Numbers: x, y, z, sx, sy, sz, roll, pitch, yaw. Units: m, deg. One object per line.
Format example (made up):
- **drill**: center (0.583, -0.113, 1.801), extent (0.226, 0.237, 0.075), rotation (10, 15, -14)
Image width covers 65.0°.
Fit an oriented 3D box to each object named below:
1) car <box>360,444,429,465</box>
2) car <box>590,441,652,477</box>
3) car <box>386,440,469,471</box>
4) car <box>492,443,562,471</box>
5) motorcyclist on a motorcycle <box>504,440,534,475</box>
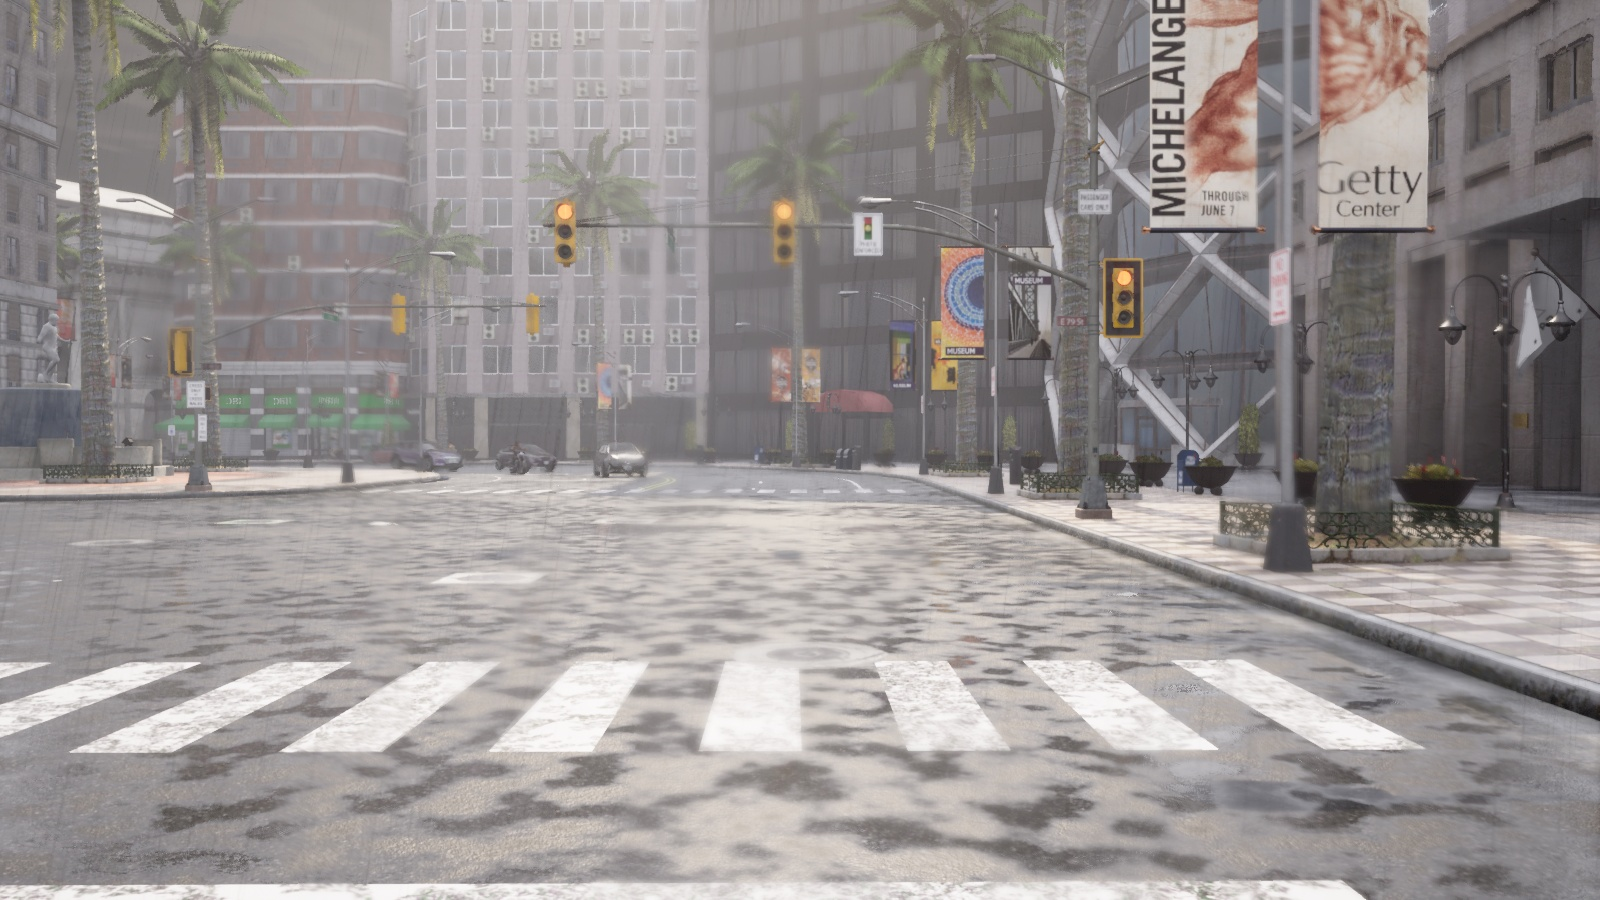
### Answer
- **car**: center (-27.633, 0.305, 85.574), extent (4.181, 1.385, 1.994), rotation (0, 0, 23)
- **car**: center (-7.941, 0.374, 55.355), extent (2.007, 1.525, 4.514), rotation (0, 0, -17)
- **car**: center (-20.525, 0.270, 69.100), extent (4.856, 1.649, 2.033), rotation (0, 0, 39)
- **car**: center (-14.887, 0.362, 68.391), extent (1.816, 1.474, 4.193), rotation (0, 0, -43)
- **motorcyclist on a motorcycle**: center (-13.424, 0.348, 59.979), extent (0.766, 1.649, 2.350), rotation (-1, 1, -28)
